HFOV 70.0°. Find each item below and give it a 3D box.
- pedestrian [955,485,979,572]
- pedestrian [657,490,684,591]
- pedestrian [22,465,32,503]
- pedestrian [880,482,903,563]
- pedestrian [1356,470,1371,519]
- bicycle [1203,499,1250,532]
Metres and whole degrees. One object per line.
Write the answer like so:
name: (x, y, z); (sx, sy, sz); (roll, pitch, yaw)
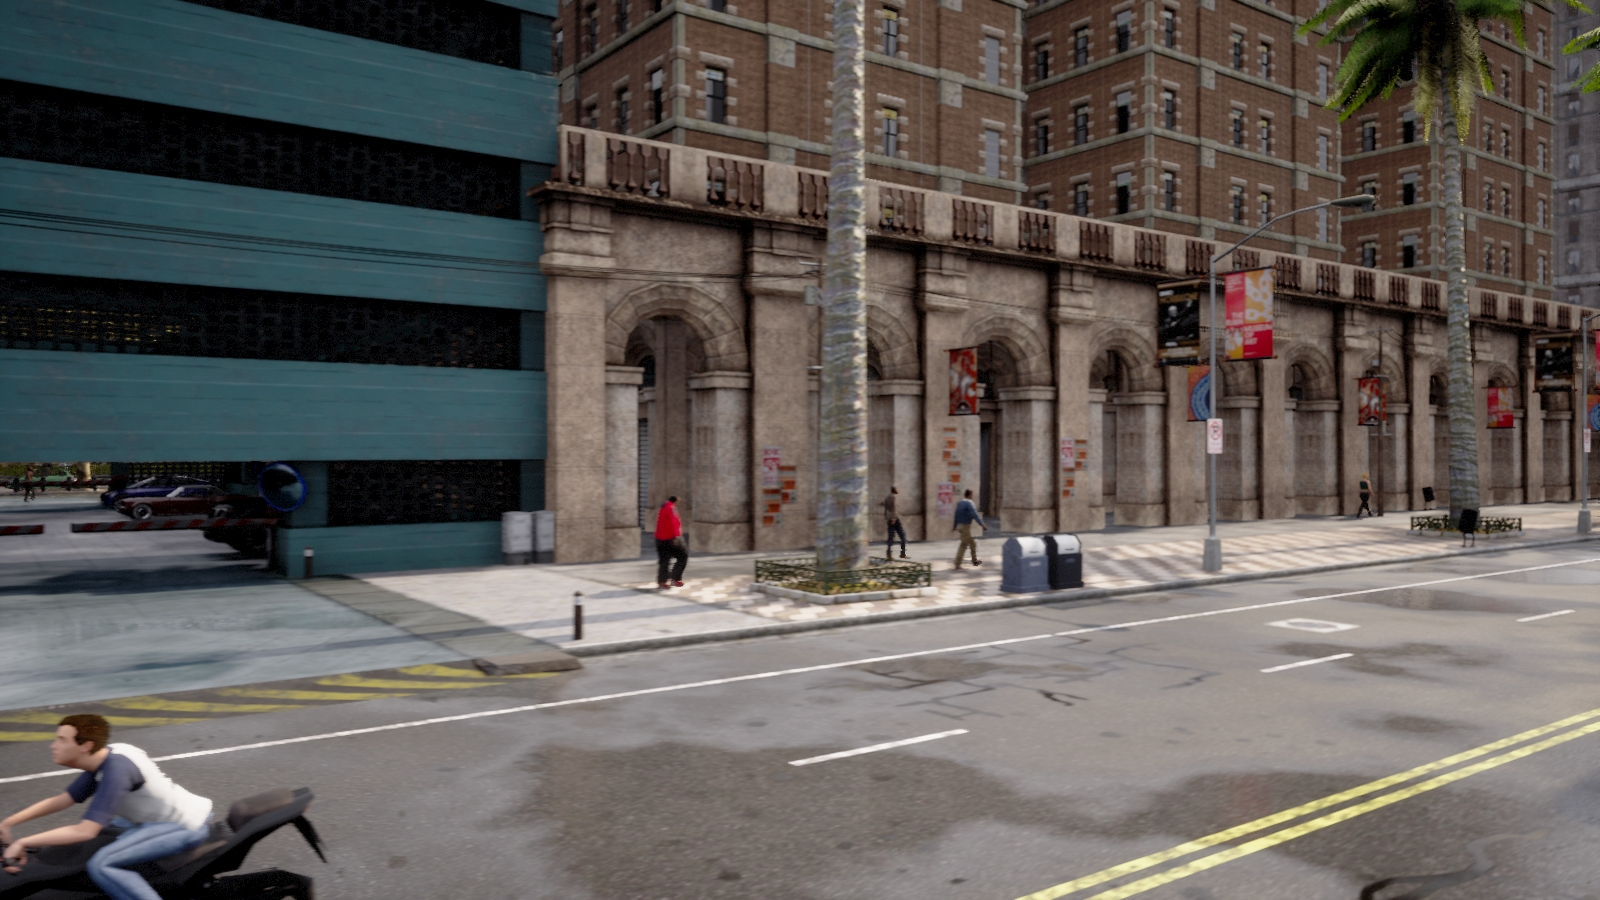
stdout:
pedestrian: (3.636, 1.698, 24.830); (0.375, 1.860, 0.375); (0, 0, -26)
pedestrian: (-2.443, 1.699, 21.502); (0.375, 1.860, 0.375); (0, 0, -33)
pedestrian: (-38.762, 1.703, 57.291); (0.375, 1.860, 0.375); (0, 0, -32)
pedestrian: (2.158, 1.697, 26.883); (0.375, 1.860, 0.375); (0, 0, -35)
pedestrian: (21.528, 1.699, 43.636); (0.375, 1.860, 0.375); (0, 0, -30)
bicycle: (14.786, 2.258, 39.621); (1.487, 1.080, 0.859); (0, 0, -36)
